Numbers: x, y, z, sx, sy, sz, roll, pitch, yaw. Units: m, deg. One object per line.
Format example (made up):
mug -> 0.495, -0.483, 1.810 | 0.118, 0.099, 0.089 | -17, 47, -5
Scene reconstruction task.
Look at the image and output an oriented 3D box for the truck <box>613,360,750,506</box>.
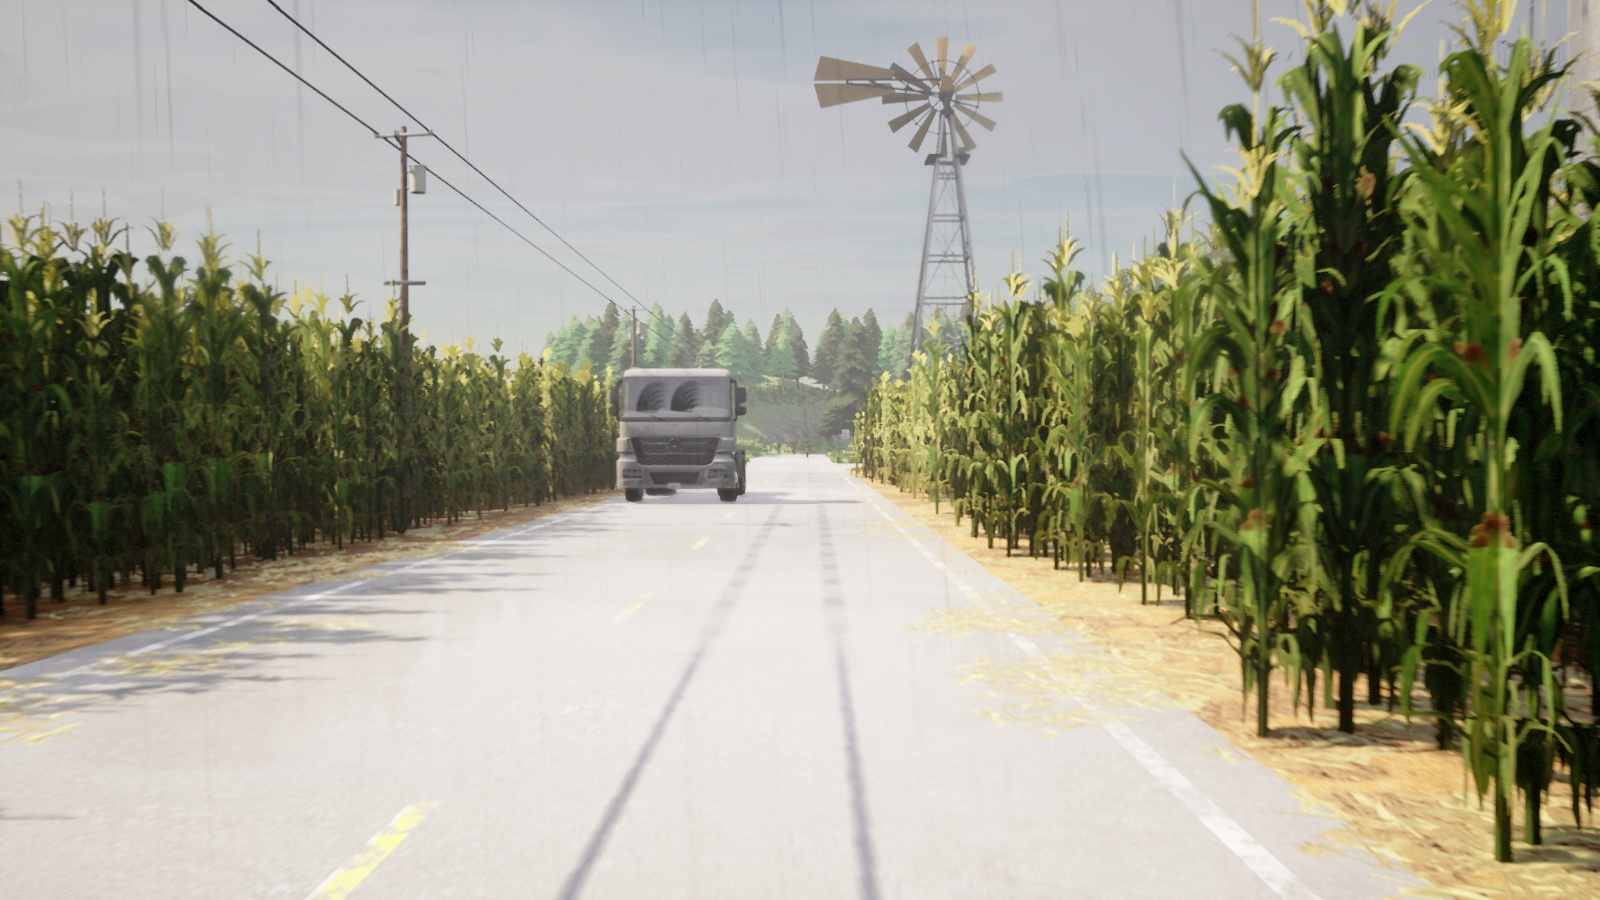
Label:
truck -> -2.987, -0.429, 33.937 | 2.891, 3.462, 7.936 | 0, 0, 0
